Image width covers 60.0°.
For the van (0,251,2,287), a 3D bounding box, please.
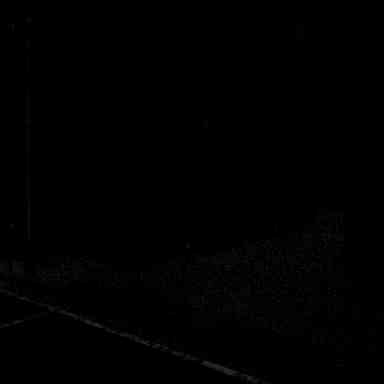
[{"bbox_3d":[-5.778,1.339,7.194,3.998,1.788,1.690,0,0,35],"label":"van"}]
